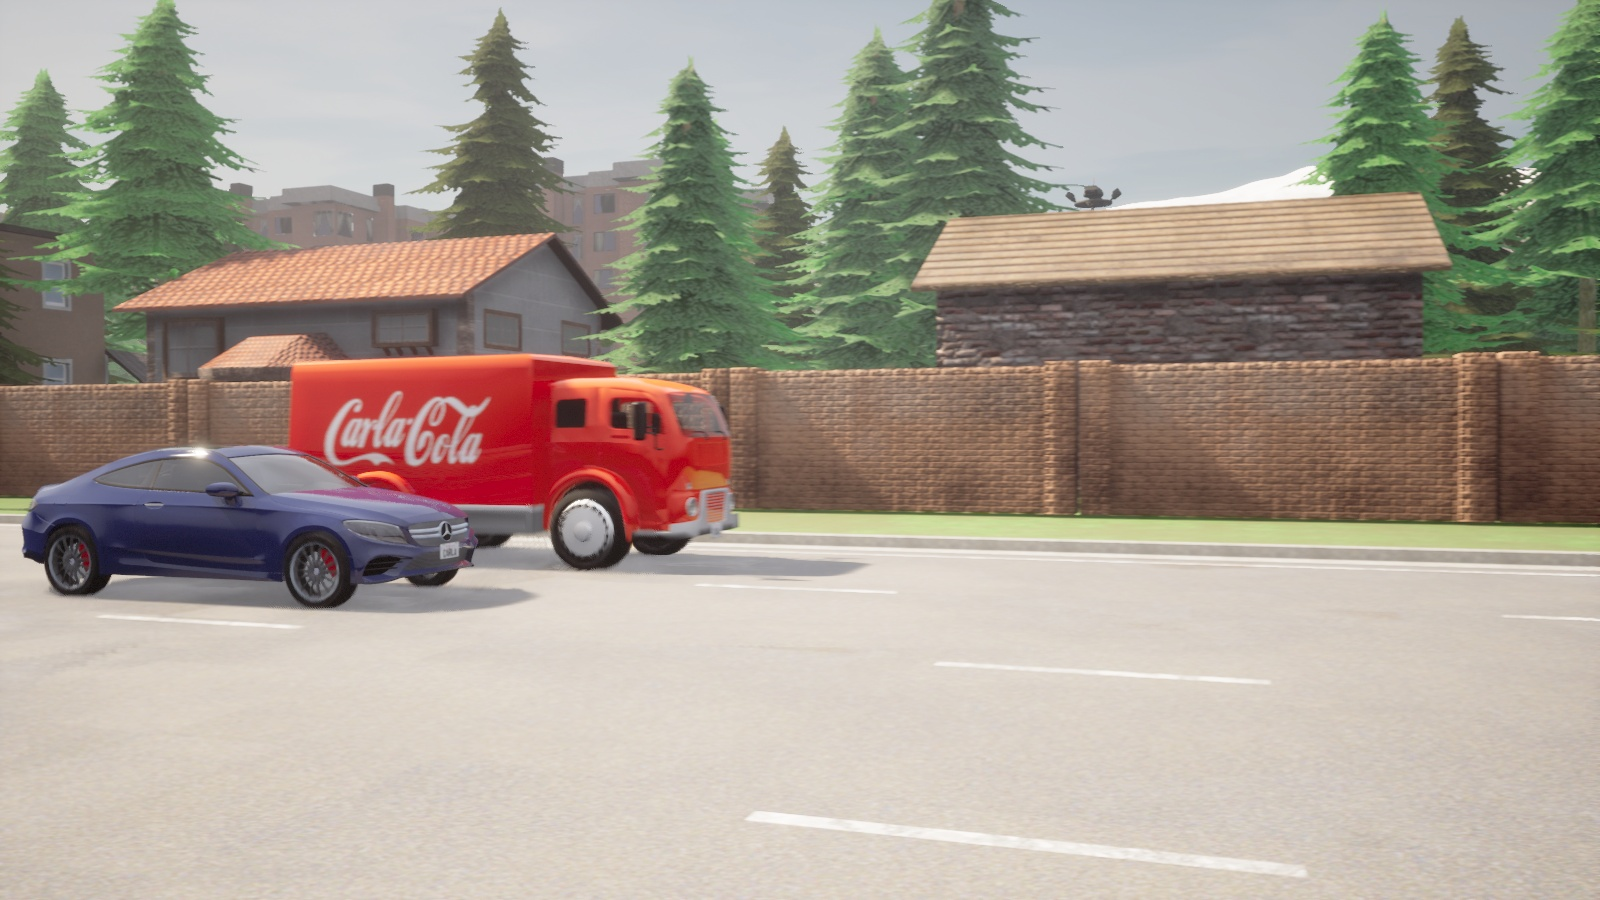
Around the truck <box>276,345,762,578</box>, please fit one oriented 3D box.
[{"bbox_3d":[-3.362,0.081,15.394,5.204,2.467,2.627,1,1,19],"label":"truck"}]

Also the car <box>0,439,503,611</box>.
[{"bbox_3d":[-5.471,0.633,12.419,4.674,1.442,1.812,1,1,19],"label":"car"}]
